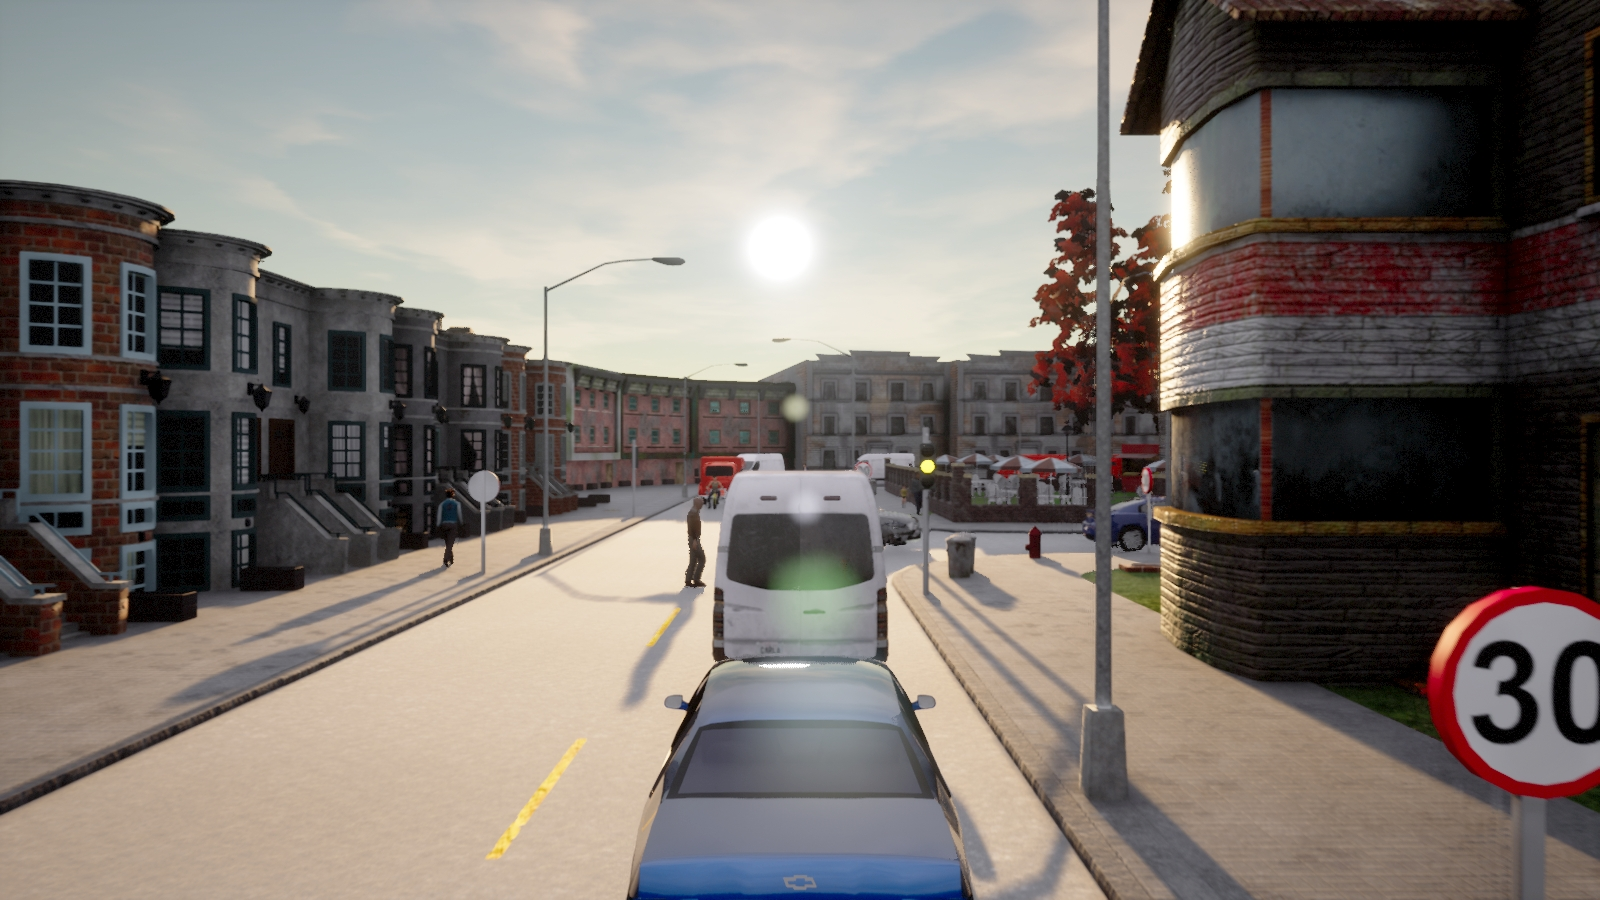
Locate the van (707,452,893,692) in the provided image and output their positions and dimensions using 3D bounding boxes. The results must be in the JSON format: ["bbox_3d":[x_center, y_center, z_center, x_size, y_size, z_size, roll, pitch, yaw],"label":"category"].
[{"bbox_3d":[-0.004,1.313,15.183,1.988,2.561,5.915,0,0,0],"label":"van"}]

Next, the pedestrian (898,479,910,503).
[{"bbox_3d":[4.766,1.897,52.596,0.500,1.100,0.500,0,0,0],"label":"pedestrian"}]

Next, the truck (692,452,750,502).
[{"bbox_3d":[-4.030,1.348,59.077,2.627,2.467,5.204,0,0,0],"label":"truck"}]

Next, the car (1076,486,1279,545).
[{"bbox_3d":[10.519,1.814,32.132,5.006,1.535,2.097,0,0,0],"label":"car"}]

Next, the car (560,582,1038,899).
[{"bbox_3d":[-0.003,1.886,7.547,2.033,1.411,5.357,0,0,0],"label":"car"}]

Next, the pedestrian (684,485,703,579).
[{"bbox_3d":[-2.120,1.629,22.836,0.375,1.860,0.375,0,0,-4],"label":"pedestrian"}]

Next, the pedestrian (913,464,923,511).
[{"bbox_3d":[4.747,1.516,46.014,0.375,1.860,0.375,0,0,0],"label":"pedestrian"}]

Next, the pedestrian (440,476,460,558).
[{"bbox_3d":[-7.993,1.524,26.078,0.375,1.860,0.375,0,0,-5],"label":"pedestrian"}]

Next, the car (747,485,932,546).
[{"bbox_3d":[1.118,1.827,32.997,4.902,1.511,2.128,0,0,31],"label":"car"}]
